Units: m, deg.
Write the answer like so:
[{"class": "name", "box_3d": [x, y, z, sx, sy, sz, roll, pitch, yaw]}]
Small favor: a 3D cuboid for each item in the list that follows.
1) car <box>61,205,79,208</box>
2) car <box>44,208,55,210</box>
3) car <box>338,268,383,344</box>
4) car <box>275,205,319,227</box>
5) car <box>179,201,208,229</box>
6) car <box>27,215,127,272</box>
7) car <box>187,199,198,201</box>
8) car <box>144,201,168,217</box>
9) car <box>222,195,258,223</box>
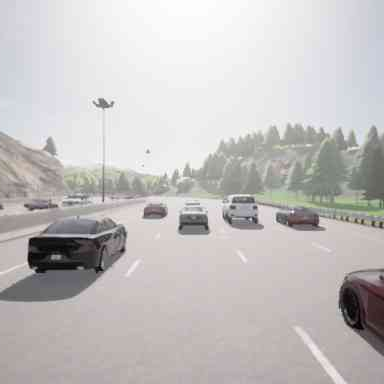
[{"class": "car", "box_3d": [-14.088, 1.230, 40.809, 2.150, 2.045, 5.566, 0, 0, 0]}, {"class": "car", "box_3d": [-17.586, 1.572, 39.623, 1.994, 1.385, 4.181, 0, 0, 0]}, {"class": "car", "box_3d": [3.600, 1.565, 4.274, 1.994, 1.385, 4.181, 0, 0, 0]}, {"class": "car", "box_3d": [7.101, 1.569, 22.799, 1.994, 1.385, 4.181, 0, 0, 0]}, {"class": "car", "box_3d": [0.101, 1.552, 21.683, 2.033, 1.411, 5.357, 0, 0, 0]}, {"class": "car", "box_3d": [-3.400, 1.480, 10.792, 1.882, 1.535, 5.008, 0, 0, 0]}, {"class": "car", "box_3d": [0.101, 1.556, 40.875, 2.033, 1.411, 5.357, 0, 0, 0]}, {"class": "car", "box_3d": [-3.397, 1.571, 31.607, 1.994, 1.385, 4.181, 0, 0, 0]}, {"class": "car", "box_3d": [3.601, 1.227, 25.470, 2.150, 2.045, 5.566, 0, 0, 0]}]
